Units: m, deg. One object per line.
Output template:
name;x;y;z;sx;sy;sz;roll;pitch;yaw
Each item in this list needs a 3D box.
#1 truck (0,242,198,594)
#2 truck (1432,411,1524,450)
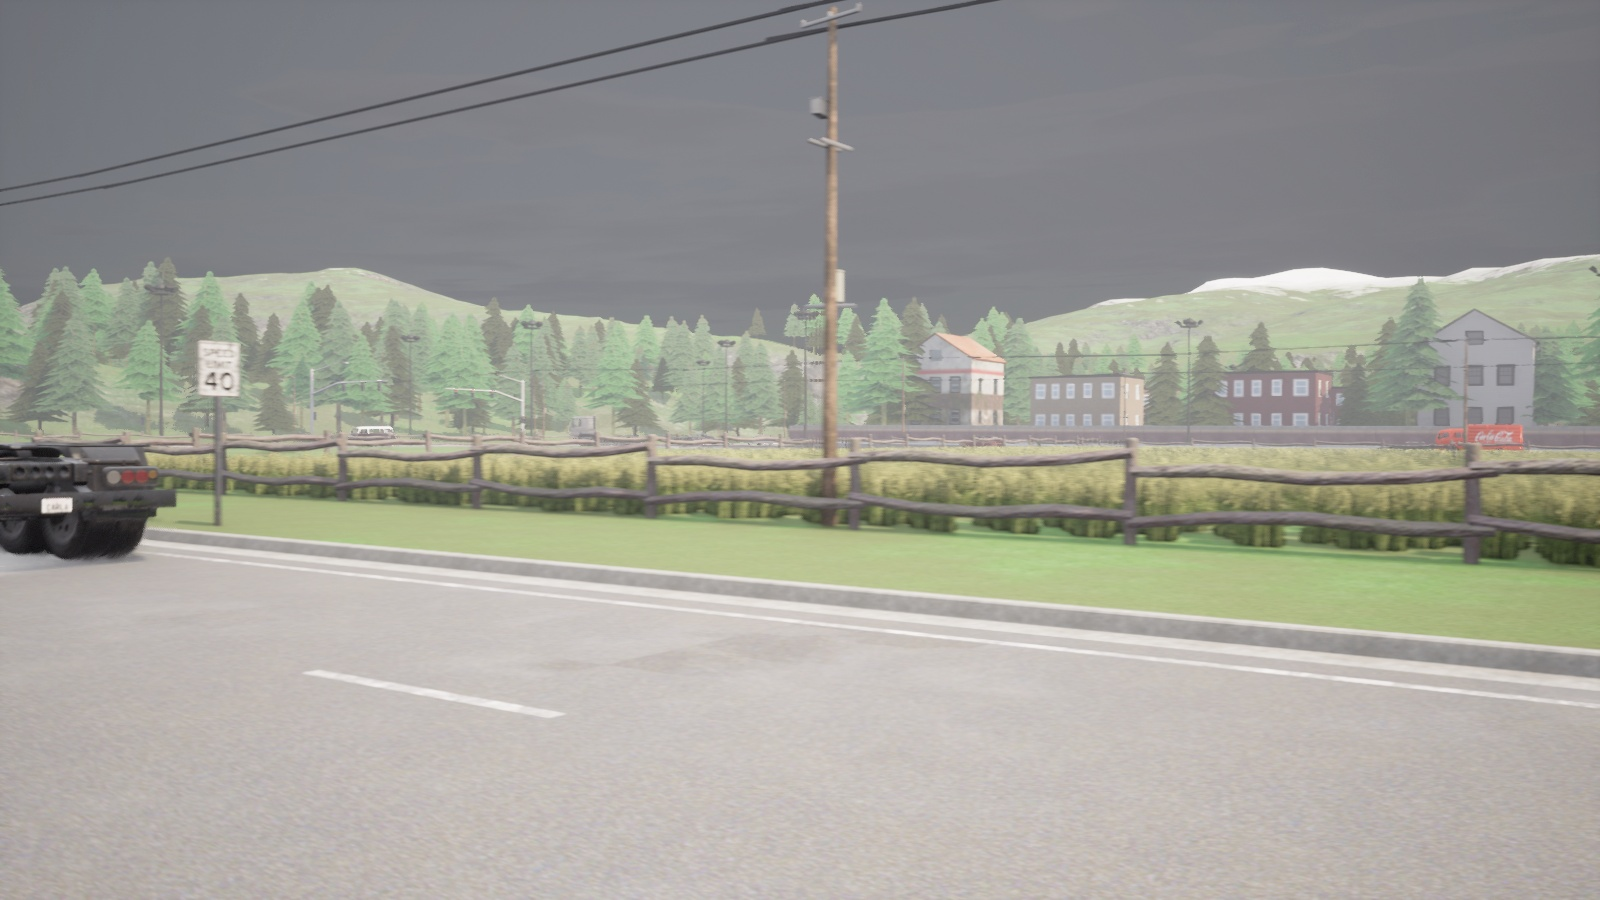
truck;-10.854;-0.310;15.019;7.936;3.462;2.891;0;1;34
truck;45.846;-1.310;84.897;5.204;2.467;2.627;-1;1;34
